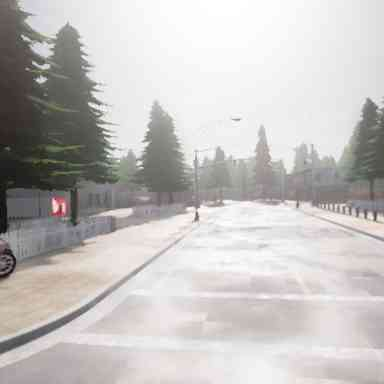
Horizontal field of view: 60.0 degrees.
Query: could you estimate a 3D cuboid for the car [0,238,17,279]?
[{"bbox_3d":[-5.733,1.409,7.327,2.097,1.767,4.553,-1,-1,-10],"label":"car"}]
